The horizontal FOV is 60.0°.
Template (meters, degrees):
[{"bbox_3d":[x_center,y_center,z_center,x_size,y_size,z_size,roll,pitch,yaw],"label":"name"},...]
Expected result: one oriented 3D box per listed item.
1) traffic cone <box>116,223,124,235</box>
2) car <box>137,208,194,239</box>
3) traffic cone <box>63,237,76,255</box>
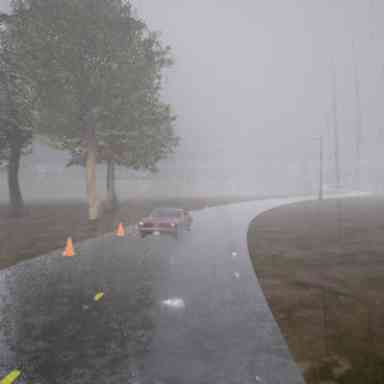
[{"bbox_3d":[-3.567,1.826,16.657,0.340,0.580,0.340,0,1,9],"label":"traffic cone"},{"bbox_3d":[-1.194,1.487,16.763,1.895,1.301,4.718,0,1,10],"label":"car"},{"bbox_3d":[-4.266,1.868,11.580,0.340,0.580,0.340,0,0,6],"label":"traffic cone"}]
